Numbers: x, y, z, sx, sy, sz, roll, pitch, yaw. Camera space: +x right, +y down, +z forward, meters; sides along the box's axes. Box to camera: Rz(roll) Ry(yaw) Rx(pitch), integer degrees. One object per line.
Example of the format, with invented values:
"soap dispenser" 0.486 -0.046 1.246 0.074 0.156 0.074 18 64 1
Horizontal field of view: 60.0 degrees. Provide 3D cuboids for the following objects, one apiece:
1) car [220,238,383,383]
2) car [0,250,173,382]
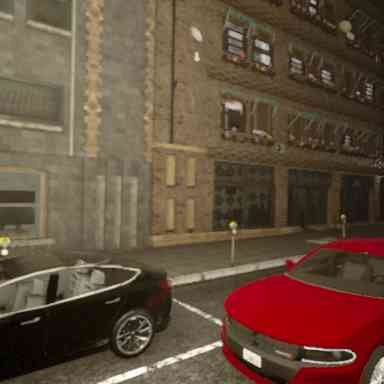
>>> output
"car" 2.663 1.487 4.971 5.008 1.535 1.882 0 0 -36
"car" -2.280 1.567 4.455 4.313 1.339 1.947 0 1 -36
